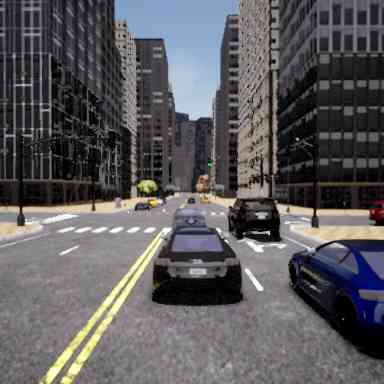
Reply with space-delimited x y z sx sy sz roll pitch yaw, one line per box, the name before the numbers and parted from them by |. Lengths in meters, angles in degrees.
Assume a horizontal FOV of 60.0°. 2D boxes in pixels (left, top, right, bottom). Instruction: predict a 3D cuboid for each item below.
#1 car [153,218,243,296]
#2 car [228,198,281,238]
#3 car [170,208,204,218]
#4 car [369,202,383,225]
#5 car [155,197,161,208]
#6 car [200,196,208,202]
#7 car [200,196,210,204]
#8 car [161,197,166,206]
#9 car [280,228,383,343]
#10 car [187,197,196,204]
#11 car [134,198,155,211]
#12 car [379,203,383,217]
car | 0.095 1.616 8.848 1.994 1.385 4.181 0 0 -1
car | 3.323 1.332 18.592 2.150 2.045 5.566 0 -1 0
car | -0.294 1.692 20.327 2.033 1.411 5.357 0 -1 -6
car | 16.173 1.684 25.320 5.009 1.841 2.192 0 0 1
car | -6.647 1.785 54.583 1.882 1.535 5.008 0 0 0
car | 3.147 1.800 86.511 1.837 1.490 4.892 0 0 0
car | 3.161 1.887 76.093 1.882 1.535 5.008 0 0 0
car | -6.605 1.882 64.030 1.812 1.442 4.674 0 0 0
car | 3.343 1.603 6.520 1.994 1.385 4.181 0 0 0
car | -0.091 1.921 76.866 1.837 1.490 4.892 0 0 0
car | -6.643 1.824 45.653 1.994 1.385 4.181 0 0 0
car | 21.771 1.861 33.612 4.829 1.417 1.752 0 0 1
